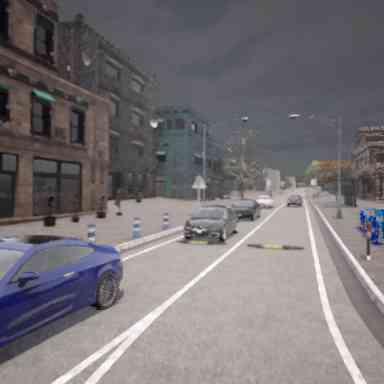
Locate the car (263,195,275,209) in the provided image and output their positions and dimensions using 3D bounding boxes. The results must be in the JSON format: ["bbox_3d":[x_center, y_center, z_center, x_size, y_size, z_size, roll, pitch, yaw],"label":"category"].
[{"bbox_3d":[8.364,1.138,38.386,1.812,1.442,4.674,0,0,19],"label":"car"}]

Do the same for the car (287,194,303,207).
[{"bbox_3d":[13.150,1.163,42.724,2.033,1.411,5.357,0,0,19],"label":"car"}]

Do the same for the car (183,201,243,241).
[{"bbox_3d":[1.069,1.438,16.457,1.837,1.490,4.892,0,0,18],"label":"car"}]

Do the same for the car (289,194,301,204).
[{"bbox_3d":[16.282,1.112,52.498,1.812,1.442,4.674,0,0,18],"label":"car"}]

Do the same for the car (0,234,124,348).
[{"bbox_3d":[-2.907,1.502,5.476,1.812,1.442,4.674,0,0,22],"label":"car"}]

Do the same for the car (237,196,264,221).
[{"bbox_3d":[4.137,1.292,25.698,1.882,1.535,5.008,0,1,18],"label":"car"}]
